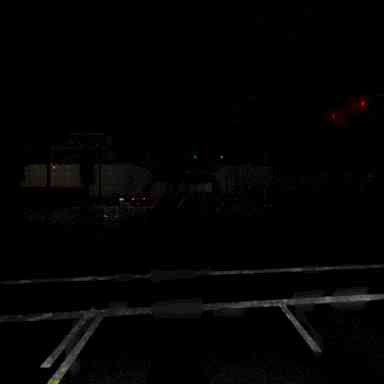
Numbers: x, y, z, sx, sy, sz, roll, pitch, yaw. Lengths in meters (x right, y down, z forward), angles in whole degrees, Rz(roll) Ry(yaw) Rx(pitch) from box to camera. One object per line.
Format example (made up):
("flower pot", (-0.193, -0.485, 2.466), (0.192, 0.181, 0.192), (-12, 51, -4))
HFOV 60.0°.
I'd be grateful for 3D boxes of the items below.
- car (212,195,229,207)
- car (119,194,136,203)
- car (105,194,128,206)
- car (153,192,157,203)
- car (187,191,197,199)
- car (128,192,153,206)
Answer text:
("car", (3.625, 1.097, 42.533), (2.128, 1.511, 4.902), (0, 1, 0))
("car", (-10.506, 1.039, 54.511), (1.994, 1.385, 4.181), (0, 1, 0))
("car", (-10.506, 1.086, 45.606), (1.837, 1.490, 4.892), (0, 1, 1))
("car", (-7.008, 0.824, 54.534), (2.097, 1.767, 4.553), (0, 1, 0))
("car", (0.042, 0.652, 71.556), (1.837, 1.490, 4.892), (0, 1, 0))
("car", (-7.011, 0.929, 45.692), (2.097, 1.767, 4.553), (0, 1, 0))
